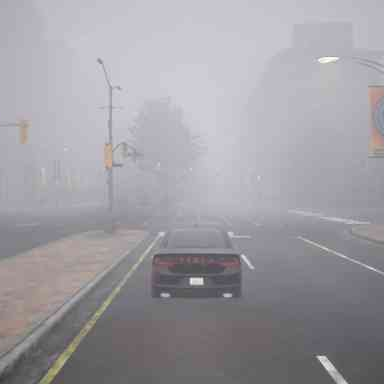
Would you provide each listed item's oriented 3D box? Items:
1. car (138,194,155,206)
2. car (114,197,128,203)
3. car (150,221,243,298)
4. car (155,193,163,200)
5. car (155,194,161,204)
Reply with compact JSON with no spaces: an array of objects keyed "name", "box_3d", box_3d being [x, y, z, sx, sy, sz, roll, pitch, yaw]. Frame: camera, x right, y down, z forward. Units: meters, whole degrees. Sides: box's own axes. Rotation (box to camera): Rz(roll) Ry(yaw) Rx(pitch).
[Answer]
[{"name":"car","box_3d":[-7.874,1.523,56.557,1.837,1.490,4.892,0,0,1]},{"name":"car","box_3d":[-14.500,1.616,67.926,1.895,1.301,4.718,0,0,0]},{"name":"car","box_3d":[0.109,1.480,8.550,1.882,1.535,5.008,0,0,1]},{"name":"car","box_3d":[-7.718,1.250,76.567,2.150,2.045,5.566,0,0,0]},{"name":"car","box_3d":[-7.792,1.547,65.816,1.812,1.442,4.674,0,0,1]}]
